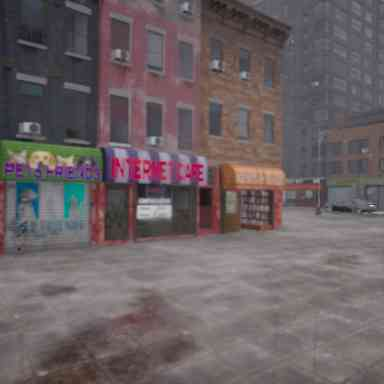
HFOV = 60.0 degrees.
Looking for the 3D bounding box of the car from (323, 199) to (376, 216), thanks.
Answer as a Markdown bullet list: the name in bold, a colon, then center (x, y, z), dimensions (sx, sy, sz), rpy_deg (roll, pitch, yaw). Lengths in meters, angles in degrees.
- **car**: center (15.148, 1.416, 32.207), dimensions (2.128, 1.511, 4.902), rpy_deg (1, 0, -35)
